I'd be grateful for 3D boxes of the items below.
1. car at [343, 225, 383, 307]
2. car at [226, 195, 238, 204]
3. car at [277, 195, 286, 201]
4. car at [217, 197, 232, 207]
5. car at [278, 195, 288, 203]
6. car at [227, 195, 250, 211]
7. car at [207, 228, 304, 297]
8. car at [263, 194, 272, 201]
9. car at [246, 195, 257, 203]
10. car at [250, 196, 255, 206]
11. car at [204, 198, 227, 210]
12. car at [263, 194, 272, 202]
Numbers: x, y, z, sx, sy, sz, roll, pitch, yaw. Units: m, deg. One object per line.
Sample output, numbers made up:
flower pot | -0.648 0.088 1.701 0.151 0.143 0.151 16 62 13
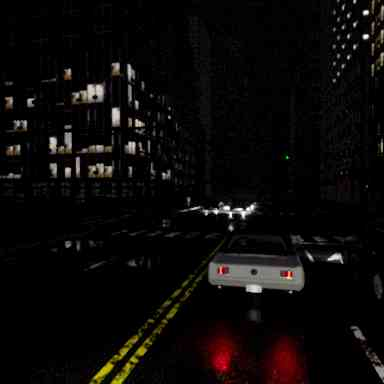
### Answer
car | 4.862 1.499 7.696 1.837 1.490 4.892 0 0 13
car | 7.613 1.438 63.152 1.837 1.490 4.892 0 0 14
car | 21.531 1.327 79.850 1.895 1.301 4.718 0 0 13
car | 5.225 1.549 53.013 1.895 1.301 4.718 0 0 13
car | 19.180 1.449 69.671 2.033 1.411 5.357 0 0 13
car | 5.715 1.489 40.706 1.812 1.442 4.674 0 0 13
car | 1.745 1.594 8.640 1.895 1.301 4.718 0 0 14
car | 18.358 1.258 80.553 2.128 1.511 4.902 0 0 13
car | 12.522 1.461 69.736 2.033 1.411 5.357 0 0 13
car | 7.798 1.443 49.716 2.128 1.511 4.902 0 0 13
car | 2.937 1.509 43.136 2.033 1.411 5.357 0 0 13
car | 16.114 1.505 70.839 1.895 1.301 4.718 0 0 13
